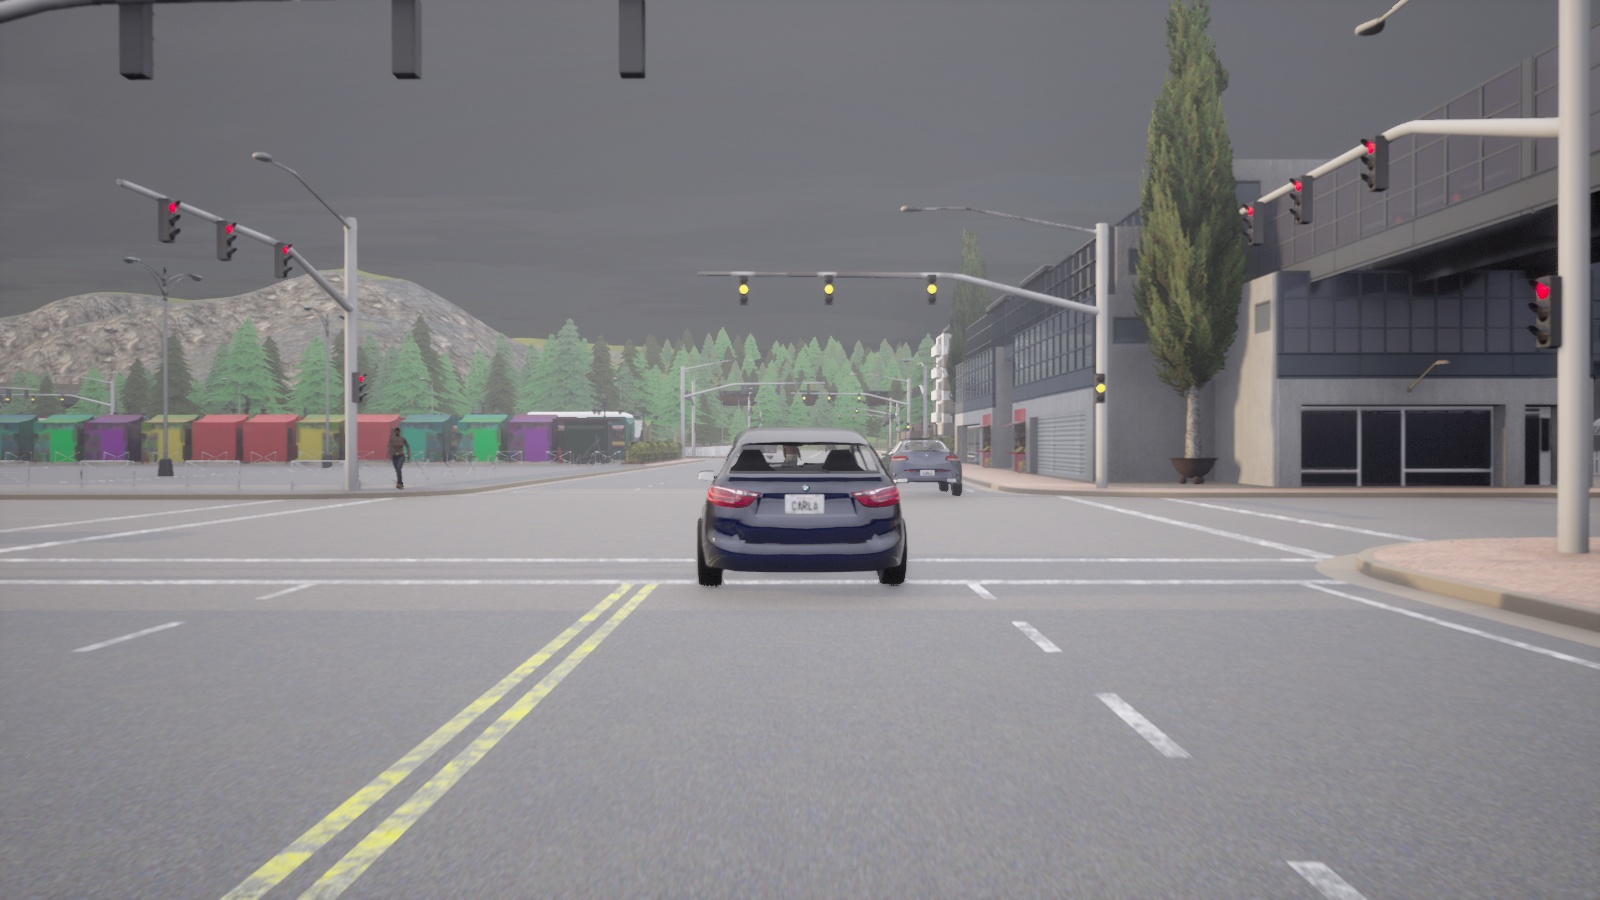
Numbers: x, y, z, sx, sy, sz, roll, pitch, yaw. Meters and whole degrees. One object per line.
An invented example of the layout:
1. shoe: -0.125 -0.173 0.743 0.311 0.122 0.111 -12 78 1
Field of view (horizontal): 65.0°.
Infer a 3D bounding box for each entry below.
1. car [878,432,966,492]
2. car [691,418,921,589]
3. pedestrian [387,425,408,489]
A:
1. car: 3.514 0.319 37.075 2.152 1.651 5.027 0 0 0
2. car: -0.089 0.509 14.549 2.242 1.667 4.611 0 0 -4
3. pedestrian: -11.466 0.194 35.798 0.328 1.805 0.869 0 0 0
